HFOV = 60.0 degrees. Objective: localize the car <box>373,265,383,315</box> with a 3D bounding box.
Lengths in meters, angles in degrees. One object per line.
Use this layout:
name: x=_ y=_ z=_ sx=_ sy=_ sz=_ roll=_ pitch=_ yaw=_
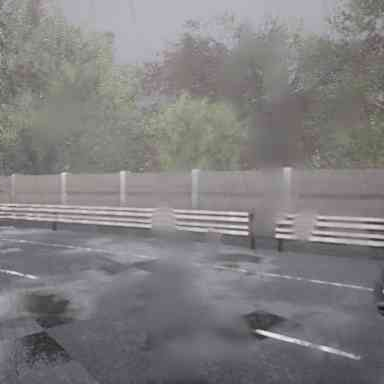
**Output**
car: x=5.695 y=1.524 z=4.840 sx=5.357 sy=1.411 sz=2.033 roll=0 pitch=1 yaw=29
